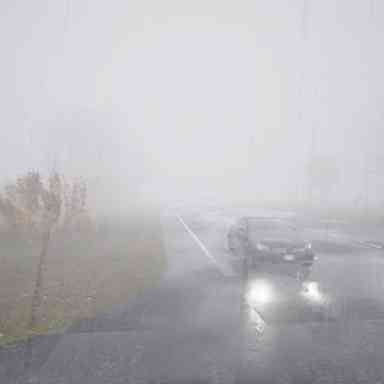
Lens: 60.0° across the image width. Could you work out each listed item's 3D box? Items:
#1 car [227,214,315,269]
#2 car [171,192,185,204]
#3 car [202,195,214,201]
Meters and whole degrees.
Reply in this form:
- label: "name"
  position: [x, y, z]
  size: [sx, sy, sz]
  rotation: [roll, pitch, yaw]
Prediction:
- label: "car"
  position: [2.414, 1.514, 11.374]
  size: [1.812, 1.442, 4.674]
  rotation: [0, 0, -6]
- label: "car"
  position: [-2.733, 1.295, 59.694]
  size: [1.812, 1.442, 4.674]
  rotation: [0, 0, -6]
- label: "car"
  position: [3.340, 1.256, 69.641]
  size: [1.994, 1.385, 4.181]
  rotation: [0, 0, -6]
